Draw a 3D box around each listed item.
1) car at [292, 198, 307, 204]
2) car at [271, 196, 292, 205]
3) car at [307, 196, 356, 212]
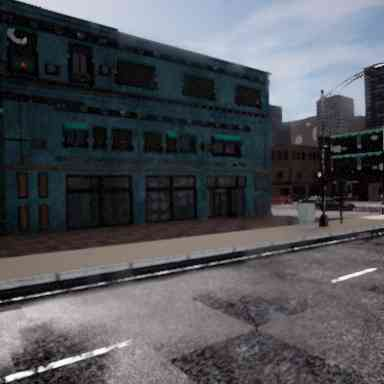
[{"bbox_3d":[16.788,1.213,46.297,2.008,1.369,4.403,-3,1,-35],"label":"car"},{"bbox_3d":[13.580,1.308,50.808,1.802,1.307,4.206,-3,1,-35],"label":"car"},{"bbox_3d":[14.699,1.343,34.571,1.947,1.339,4.313,-3,1,-35],"label":"car"}]
